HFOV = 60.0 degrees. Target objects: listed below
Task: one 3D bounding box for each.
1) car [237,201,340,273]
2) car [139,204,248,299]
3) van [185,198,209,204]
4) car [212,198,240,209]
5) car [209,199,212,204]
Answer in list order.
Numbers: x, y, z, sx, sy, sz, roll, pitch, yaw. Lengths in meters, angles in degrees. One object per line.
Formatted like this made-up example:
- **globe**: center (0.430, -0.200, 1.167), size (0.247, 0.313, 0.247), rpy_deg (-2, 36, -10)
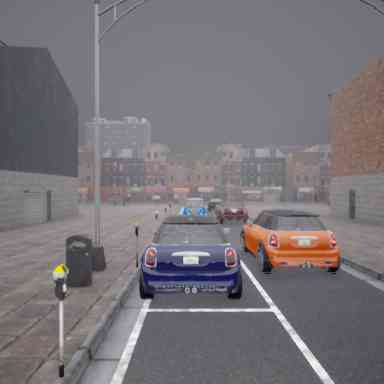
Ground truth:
- **car**: center (2.936, 1.350, 10.859), size (2.097, 1.767, 4.553), rpy_deg (0, 0, 0)
- **car**: center (-0.036, 1.351, 8.608), size (2.097, 1.767, 4.553), rpy_deg (0, 0, 0)
- **van**: center (0.190, 1.341, 25.487), size (1.690, 1.788, 3.998), rpy_deg (-1, 0, 0)
- **car**: center (2.918, 1.355, 25.227), size (2.097, 1.767, 4.553), rpy_deg (0, 0, 0)
- **car**: center (2.815, 1.485, 39.747), size (1.882, 1.535, 5.008), rpy_deg (0, 0, 0)
